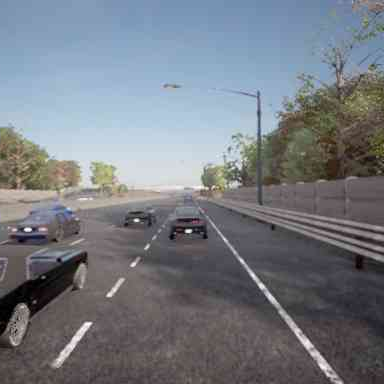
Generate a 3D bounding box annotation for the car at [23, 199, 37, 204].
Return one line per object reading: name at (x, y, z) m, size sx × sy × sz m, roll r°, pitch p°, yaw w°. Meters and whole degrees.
car at (-32.219, 2.161, 67.110) m, size 1.895 × 1.301 × 4.718 m, roll 0°, pitch 0°, yaw -1°

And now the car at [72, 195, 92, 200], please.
car at (-21.723, 1.708, 67.226) m, size 2.150 × 2.045 × 5.566 m, roll 0°, pitch 0°, yaw -1°

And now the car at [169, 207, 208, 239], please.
car at (-0.189, 1.579, 17.878) m, size 1.837 × 1.490 × 4.892 m, roll 0°, pitch 0°, yaw -1°

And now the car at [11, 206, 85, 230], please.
car at (-7.077, 1.671, 16.804) m, size 2.033 × 1.411 × 5.357 m, roll 0°, pitch 0°, yaw -1°

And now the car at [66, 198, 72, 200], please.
car at (-25.241, 1.982, 69.015) m, size 1.882 × 1.535 × 5.008 m, roll 0°, pitch 0°, yaw -1°

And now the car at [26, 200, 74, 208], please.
car at (-10.669, 1.667, 25.700) m, size 1.882 × 1.535 × 5.008 m, roll 0°, pitch 0°, yaw -1°

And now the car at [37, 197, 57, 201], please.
car at (-28.722, 1.894, 67.209) m, size 2.097 × 1.767 × 4.553 m, roll 0°, pitch 0°, yaw -1°

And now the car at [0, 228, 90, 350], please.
car at (-3.461, 1.653, 6.256) m, size 1.895 × 1.301 × 4.718 m, roll 0°, pitch 0°, yaw -1°

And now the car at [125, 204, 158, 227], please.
car at (-3.656, 1.632, 24.185) m, size 1.837 × 1.490 × 4.892 m, roll 0°, pitch 0°, yaw -1°

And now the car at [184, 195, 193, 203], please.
car at (-0.888, 1.662, 82.573) m, size 2.150 × 2.045 × 5.566 m, roll 0°, pitch 0°, yaw -1°
